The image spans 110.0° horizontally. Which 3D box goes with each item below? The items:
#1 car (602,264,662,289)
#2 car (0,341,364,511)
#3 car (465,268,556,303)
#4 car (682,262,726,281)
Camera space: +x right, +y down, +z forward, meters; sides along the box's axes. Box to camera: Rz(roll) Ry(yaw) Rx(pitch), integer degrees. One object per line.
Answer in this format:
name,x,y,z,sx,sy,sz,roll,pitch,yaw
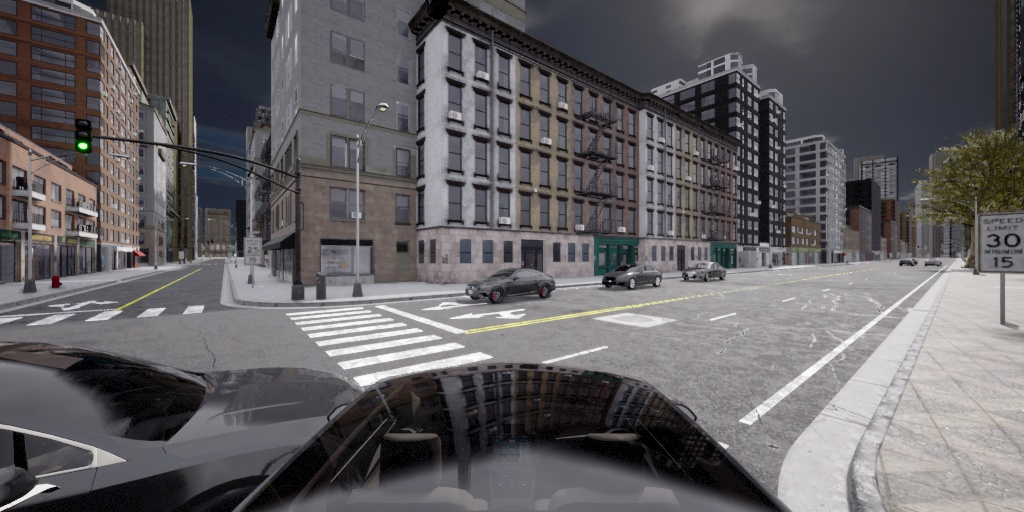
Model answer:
car,7.764,1.259,22.986,4.892,1.490,1.837,0,0,-39
car,-3.214,1.257,1.843,4.892,1.490,1.837,0,0,-34
car,0.042,1.287,16.799,4.674,1.442,1.812,0,0,-39
car,15.805,1.237,29.417,4.902,1.511,2.128,0,0,-39
